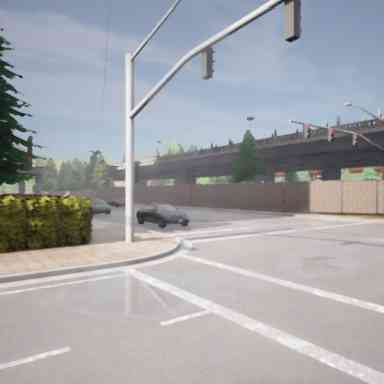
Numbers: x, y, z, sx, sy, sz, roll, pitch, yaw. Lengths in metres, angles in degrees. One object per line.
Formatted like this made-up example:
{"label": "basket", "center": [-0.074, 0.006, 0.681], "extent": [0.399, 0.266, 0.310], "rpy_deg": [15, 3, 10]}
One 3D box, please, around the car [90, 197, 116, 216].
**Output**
{"label": "car", "center": [-9.379, 1.438, 32.127], "extent": [1.837, 1.490, 4.892], "rpy_deg": [0, 1, -35]}

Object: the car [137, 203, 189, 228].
{"label": "car", "center": [-2.044, 1.463, 21.834], "extent": [1.812, 1.442, 4.674], "rpy_deg": [0, 0, -35]}

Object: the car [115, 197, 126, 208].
{"label": "car", "center": [-10.543, 1.424, 46.193], "extent": [2.128, 1.511, 4.902], "rpy_deg": [0, 0, -35]}
